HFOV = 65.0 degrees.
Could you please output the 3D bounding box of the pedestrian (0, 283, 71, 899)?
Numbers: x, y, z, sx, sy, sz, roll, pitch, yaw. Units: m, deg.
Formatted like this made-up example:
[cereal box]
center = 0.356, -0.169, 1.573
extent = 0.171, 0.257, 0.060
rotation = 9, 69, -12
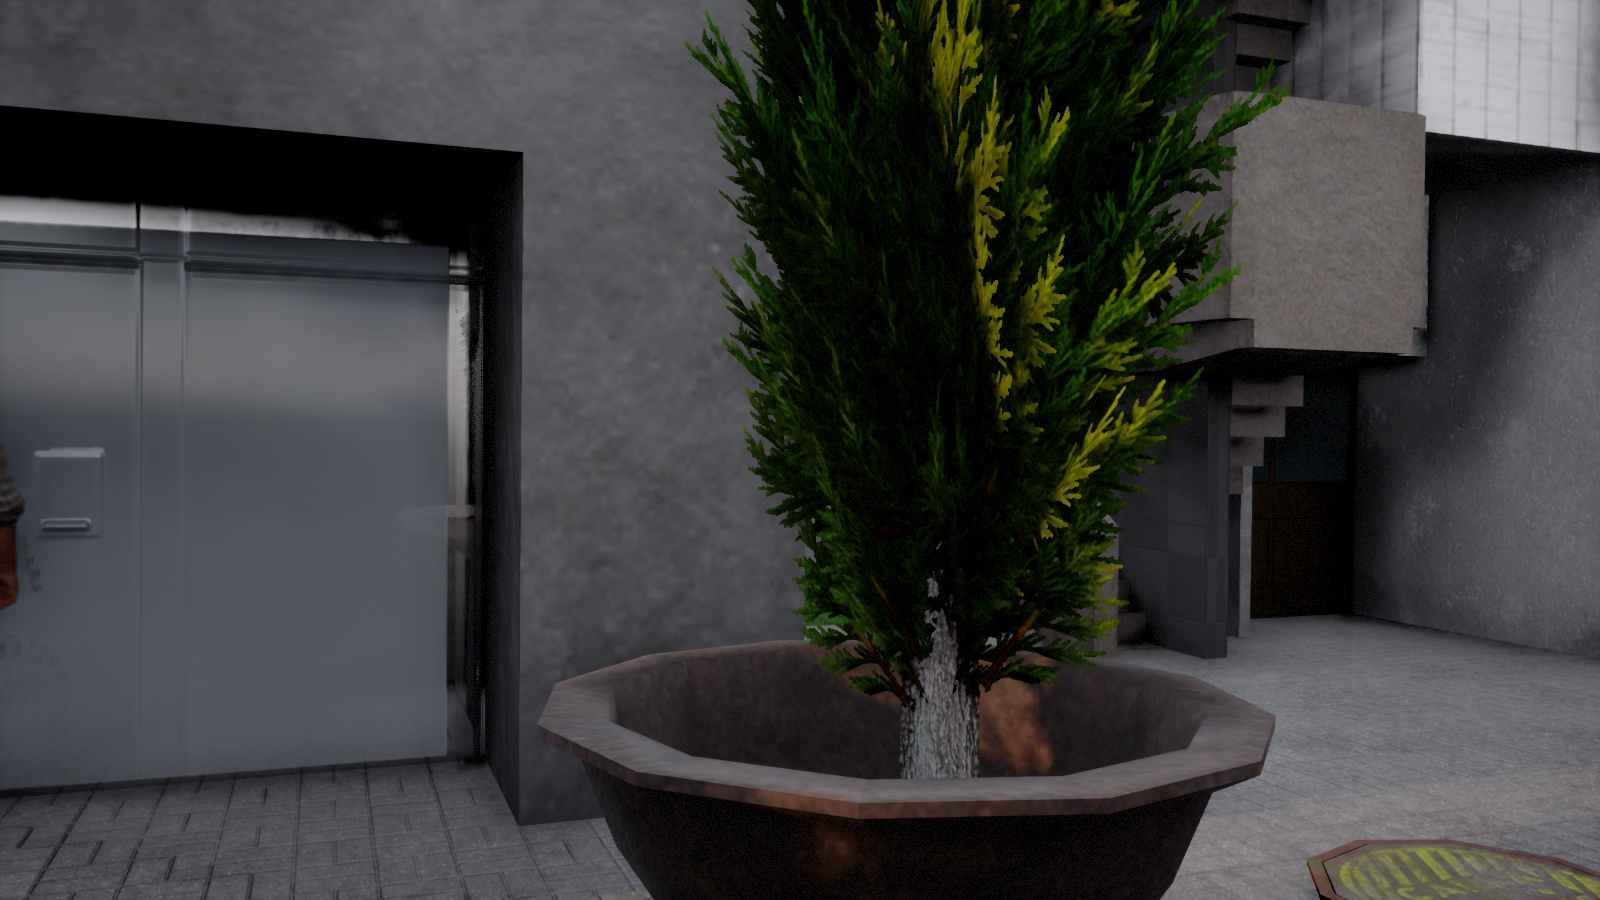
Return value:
[pedestrian]
center = -2.852, 0.475, 3.932
extent = 0.873, 1.952, 0.659
rotation = 0, 1, 37
